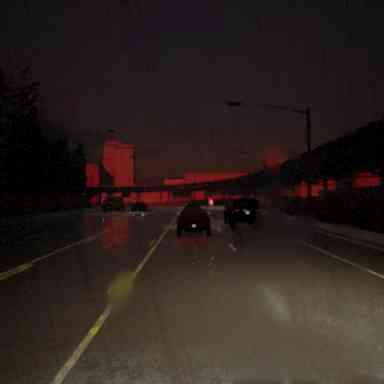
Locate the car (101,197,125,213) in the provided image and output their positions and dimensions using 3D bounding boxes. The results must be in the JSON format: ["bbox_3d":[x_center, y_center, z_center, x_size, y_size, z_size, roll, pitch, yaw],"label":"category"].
[{"bbox_3d":[-10.579,1.688,45.020,2.150,2.045,5.566,0,-1,0],"label":"car"}]

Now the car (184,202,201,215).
[{"bbox_3d":[0.102,1.984,40.791,1.994,1.385,4.181,0,-1,0],"label":"car"}]

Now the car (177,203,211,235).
[{"bbox_3d":[0.100,1.687,20.310,1.882,1.535,5.008,0,-1,0],"label":"car"}]

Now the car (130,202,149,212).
[{"bbox_3d":[-7.090,2.017,45.651,2.033,1.411,5.357,0,-1,0],"label":"car"}]

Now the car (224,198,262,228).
[{"bbox_3d":[3.601,1.472,24.286,2.150,2.045,5.566,0,-1,0],"label":"car"}]
